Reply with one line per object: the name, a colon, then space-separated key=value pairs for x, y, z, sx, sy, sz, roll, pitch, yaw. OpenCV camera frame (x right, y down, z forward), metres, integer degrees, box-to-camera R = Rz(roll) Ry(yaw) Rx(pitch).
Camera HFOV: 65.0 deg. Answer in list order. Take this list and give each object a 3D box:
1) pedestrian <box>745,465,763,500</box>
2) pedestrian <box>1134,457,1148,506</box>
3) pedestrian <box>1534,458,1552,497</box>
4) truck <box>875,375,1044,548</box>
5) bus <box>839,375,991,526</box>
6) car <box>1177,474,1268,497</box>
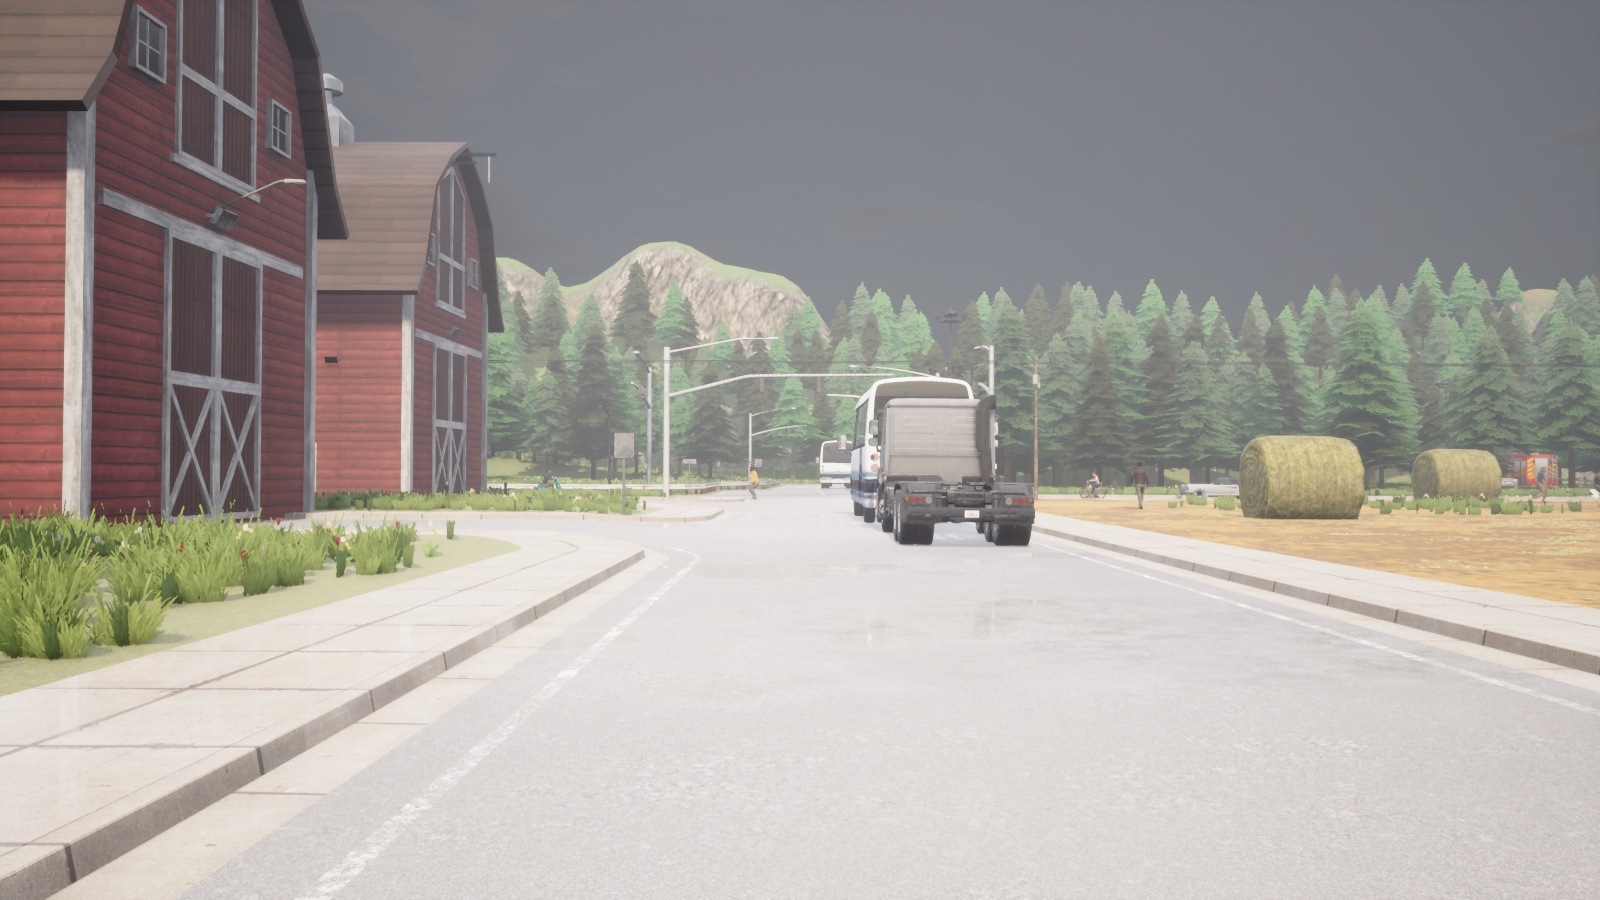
pedestrian: x=-2.461 y=1.748 z=67.027 sx=0.900 sy=1.855 sz=0.874 roll=0 pitch=-1 yaw=-3
pedestrian: x=12.952 y=1.207 z=47.744 sx=0.431 sy=1.840 sz=0.703 roll=0 pitch=-1 yaw=10
pedestrian: x=35.560 y=1.334 z=60.101 sx=0.694 sy=1.848 sz=0.540 roll=-1 pitch=-1 yaw=26
truck: x=3.448 y=0.292 z=29.228 sx=2.891 sy=3.462 sz=7.936 roll=0 pitch=-1 yaw=0
bus: x=3.420 y=0.106 z=40.695 sx=3.944 sy=4.253 sz=10.273 roll=0 pitch=-1 yaw=0
car: x=25.043 y=2.091 z=74.561 sx=4.718 sy=1.301 sz=1.895 roll=0 pitch=-1 yaw=1
